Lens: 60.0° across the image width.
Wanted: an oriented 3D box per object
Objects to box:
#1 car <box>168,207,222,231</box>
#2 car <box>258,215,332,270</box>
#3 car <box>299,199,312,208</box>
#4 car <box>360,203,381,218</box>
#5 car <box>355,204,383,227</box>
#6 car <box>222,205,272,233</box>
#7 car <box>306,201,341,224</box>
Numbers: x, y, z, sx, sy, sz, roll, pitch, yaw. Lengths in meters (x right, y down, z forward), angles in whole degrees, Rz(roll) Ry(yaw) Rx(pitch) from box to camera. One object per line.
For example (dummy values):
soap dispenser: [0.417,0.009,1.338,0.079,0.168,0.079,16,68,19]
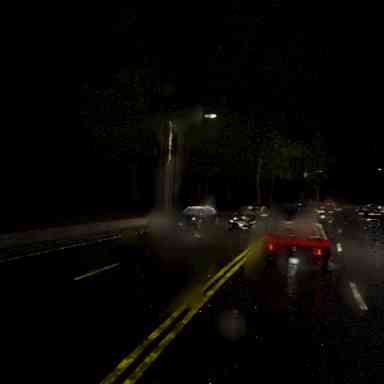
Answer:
car: [0.323,1.600,20.896,1.895,1.301,4.718,1,0,24]
car: [3.733,1.698,11.622,1.895,1.301,4.718,2,0,21]
car: [19.427,2.011,56.357,1.837,1.490,4.892,1,0,30]
car: [20.083,2.051,37.338,1.994,1.385,4.181,1,0,30]
car: [14.008,1.825,26.246,2.128,1.511,4.902,1,0,29]
car: [3.702,1.591,20.445,1.837,1.490,4.892,1,0,25]
car: [11.275,1.761,27.869,2.128,1.511,4.902,1,0,28]
